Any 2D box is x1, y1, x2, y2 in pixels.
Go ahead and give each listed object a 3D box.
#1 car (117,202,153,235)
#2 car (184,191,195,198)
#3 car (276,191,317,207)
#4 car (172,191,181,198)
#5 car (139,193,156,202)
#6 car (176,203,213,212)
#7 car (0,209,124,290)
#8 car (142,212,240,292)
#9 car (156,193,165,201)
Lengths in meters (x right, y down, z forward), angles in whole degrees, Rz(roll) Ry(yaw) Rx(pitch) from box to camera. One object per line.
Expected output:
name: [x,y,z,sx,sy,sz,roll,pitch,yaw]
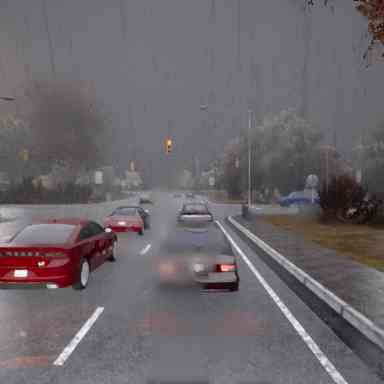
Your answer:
car: [-3.379,1.458,18.047,1.994,1.385,4.181,0,0,0]
car: [-0.394,0.715,86.243,2.128,1.511,4.902,0,1,-4]
car: [13.813,0.896,43.245,5.566,2.045,2.150,0,1,-4]
car: [-3.895,0.787,86.161,1.895,1.301,4.718,0,1,-4]
car: [-6.719,1.101,49.116,1.882,1.535,5.008,0,1,-4]
car: [0.150,1.380,18.676,2.128,1.511,4.902,0,0,-1]
car: [-3.388,1.445,9.060,1.882,1.535,5.008,0,0,0]
car: [0.110,1.516,8.984,2.033,1.411,5.357,0,0,0]
car: [-6.974,0.947,65.560,1.882,1.535,5.008,0,0,0]
